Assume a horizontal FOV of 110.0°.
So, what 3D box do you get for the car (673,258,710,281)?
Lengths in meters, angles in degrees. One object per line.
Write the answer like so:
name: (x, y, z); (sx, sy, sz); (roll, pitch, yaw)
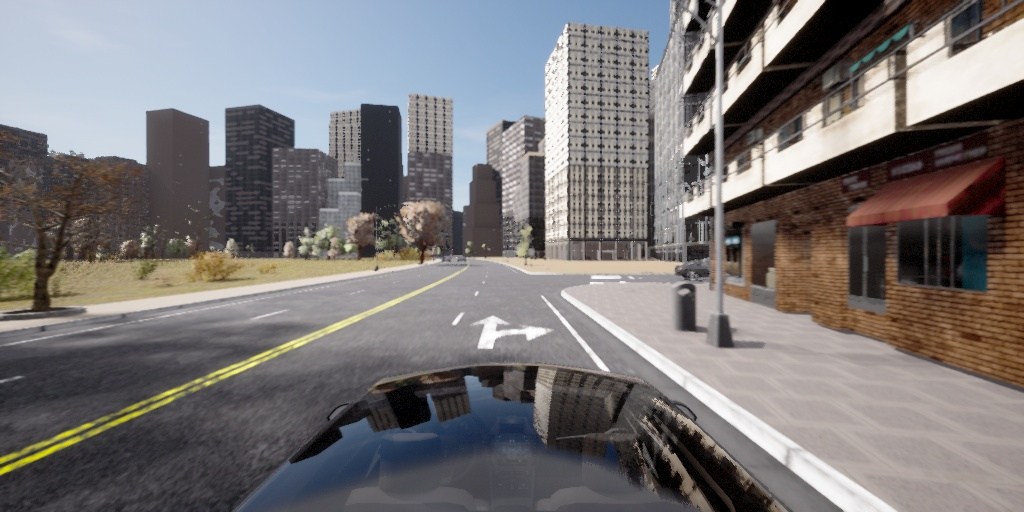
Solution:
car: (13.847, 1.005, 25.116); (4.674, 1.442, 1.812); (-1, 0, 13)
